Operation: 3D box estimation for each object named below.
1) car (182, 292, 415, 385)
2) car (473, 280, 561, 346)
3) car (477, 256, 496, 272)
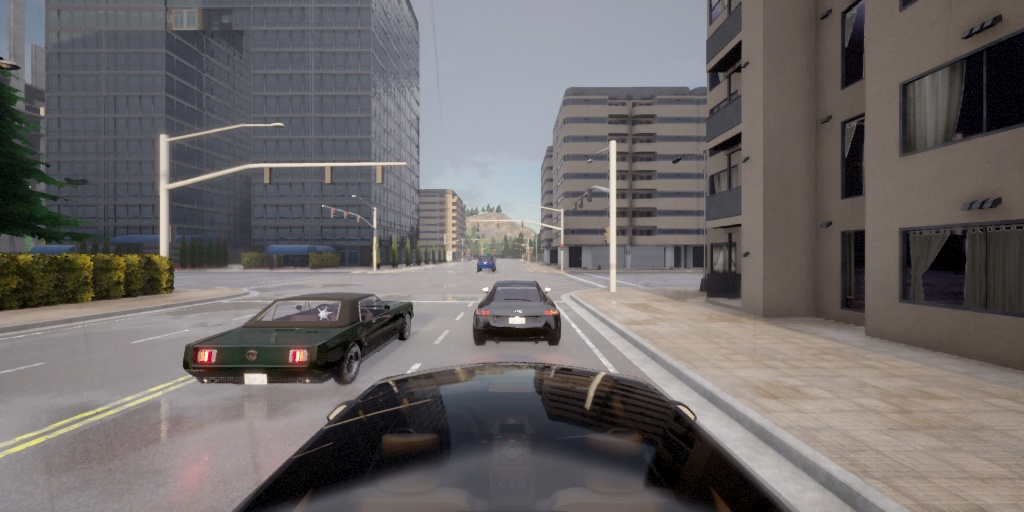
[{"bbox_3d":[-3.386,1.351,6.984,1.895,1.301,4.718,0,0,0],"label":"car"},{"bbox_3d":[0.123,1.314,9.464,1.994,1.385,4.181,0,0,0],"label":"car"},{"bbox_3d":[-3.247,0.971,46.221,2.150,2.045,5.566,0,0,0],"label":"car"}]
